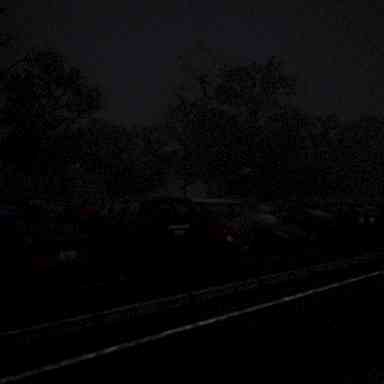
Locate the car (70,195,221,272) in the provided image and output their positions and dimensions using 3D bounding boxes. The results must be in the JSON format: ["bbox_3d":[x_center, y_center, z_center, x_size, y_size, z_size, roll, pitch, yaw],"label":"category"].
[{"bbox_3d":[-1.881,1.173,10.935,2.435,2.045,5.566,1,0,-35],"label":"car"}]

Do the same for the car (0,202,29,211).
[{"bbox_3d":[-11.582,1.426,20.053,2.097,1.535,5.008,-1,0,-35],"label":"car"}]

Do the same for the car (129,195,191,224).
[{"bbox_3d":[-2.657,1.245,26.378,2.435,2.045,5.566,1,0,-35],"label":"car"}]

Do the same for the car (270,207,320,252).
[{"bbox_3d":[2.652,1.513,14.136,2.002,1.452,4.674,1,0,-35],"label":"car"}]

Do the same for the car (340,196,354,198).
[{"bbox_3d":[15.487,1.441,39.319,2.435,2.045,5.566,1,0,-36],"label":"car"}]

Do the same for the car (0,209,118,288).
[{"bbox_3d":[-4.123,1.458,9.337,2.163,1.488,4.792,0,0,-35],"label":"car"}]

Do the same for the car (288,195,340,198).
[{"bbox_3d":[13.232,1.416,37.710,2.435,2.045,5.566,1,0,-36],"label":"car"}]

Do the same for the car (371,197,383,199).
[{"bbox_3d":[22.231,1.765,44.170,2.097,1.535,5.008,1,0,-35],"label":"car"}]

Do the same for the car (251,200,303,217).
[{"bbox_3d":[8.706,1.619,34.510,2.097,1.535,5.008,1,0,-35],"label":"car"}]

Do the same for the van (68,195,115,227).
[{"bbox_3d":[-7.150,1.222,23.351,1.878,1.987,4.442,1,0,-35],"label":"van"}]

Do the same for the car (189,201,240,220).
[{"bbox_3d":[1.939,1.586,29.687,2.002,1.452,4.674,1,0,-36],"label":"car"}]

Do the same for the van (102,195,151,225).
[{"bbox_3d":[-4.997,1.246,24.887,1.878,1.987,4.442,1,0,-35],"label":"van"}]

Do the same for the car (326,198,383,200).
[{"bbox_3d":[9.453,1.420,18.945,2.185,1.767,4.553,1,0,-35],"label":"car"}]

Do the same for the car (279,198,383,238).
[{"bbox_3d":[7.193,1.396,17.334,2.185,1.767,4.553,1,0,-35],"label":"car"}]

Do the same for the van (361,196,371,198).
[{"bbox_3d":[19.913,1.515,42.653,1.878,1.987,4.442,1,0,-35],"label":"van"}]

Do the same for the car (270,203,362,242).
[{"bbox_3d":[4.917,1.497,15.742,2.097,1.535,5.008,1,0,-36],"label":"car"}]

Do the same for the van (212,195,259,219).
[{"bbox_3d":[4.024,1.343,31.321,1.878,1.987,4.442,1,0,-35],"label":"van"}]

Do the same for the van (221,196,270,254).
[{"bbox_3d":[0.463,1.222,12.428,1.878,1.987,4.442,1,0,-35],"label":"van"}]

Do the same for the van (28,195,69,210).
[{"bbox_3d":[-9.378,1.197,21.476,1.878,1.987,4.442,0,0,-35],"label":"van"}]

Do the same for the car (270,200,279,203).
[{"bbox_3d":[6.344,1.633,32.835,2.002,1.452,4.674,1,0,-35],"label":"car"}]

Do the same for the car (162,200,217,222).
[{"bbox_3d":[-0.315,1.521,28.076,2.097,1.535,5.008,1,0,-35],"label":"car"}]

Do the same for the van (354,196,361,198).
[{"bbox_3d":[17.793,1.490,40.855,1.878,1.987,4.442,1,0,-35],"label":"van"}]
